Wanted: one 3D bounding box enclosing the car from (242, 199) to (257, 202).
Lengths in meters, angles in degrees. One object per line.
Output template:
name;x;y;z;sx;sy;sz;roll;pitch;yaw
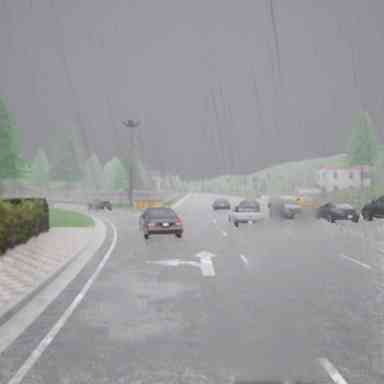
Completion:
car;7.098;1.493;40.982;1.994;1.385;4.181;0;0;0

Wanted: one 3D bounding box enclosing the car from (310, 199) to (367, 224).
car;10.582;1.483;24.552;1.812;1.442;4.674;0;0;0

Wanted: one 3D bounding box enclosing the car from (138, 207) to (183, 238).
car;-1.760;1.518;17.460;2.033;1.411;5.357;0;0;-13

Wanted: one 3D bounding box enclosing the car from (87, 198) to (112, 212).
car;-10.721;1.441;38.322;1.837;1.490;4.892;0;0;-32

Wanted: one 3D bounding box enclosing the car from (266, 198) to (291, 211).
car;10.596;1.493;40.944;1.994;1.385;4.181;0;0;0

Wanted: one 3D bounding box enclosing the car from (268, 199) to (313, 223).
car;7.082;1.483;24.706;1.812;1.442;4.674;0;0;0

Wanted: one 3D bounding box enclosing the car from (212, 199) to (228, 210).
car;3.596;1.494;41.079;1.994;1.385;4.181;0;0;0

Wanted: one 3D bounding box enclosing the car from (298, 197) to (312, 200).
car;14.096;1.405;41.922;1.882;1.535;5.008;0;0;0

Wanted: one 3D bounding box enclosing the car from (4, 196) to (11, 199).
car;-39.036;1.433;69.905;4.181;1.385;1.994;0;0;40

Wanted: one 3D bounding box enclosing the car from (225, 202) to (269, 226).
car;3.597;1.562;22.742;1.895;1.301;4.718;0;0;0

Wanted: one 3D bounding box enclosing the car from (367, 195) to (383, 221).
car;14.097;1.181;23.106;2.150;2.045;5.566;0;0;0
